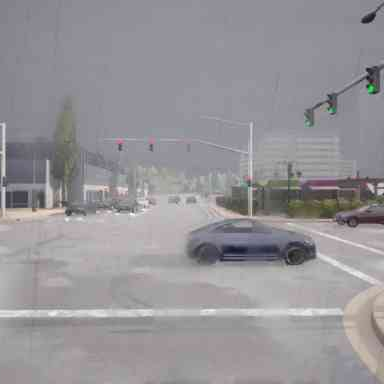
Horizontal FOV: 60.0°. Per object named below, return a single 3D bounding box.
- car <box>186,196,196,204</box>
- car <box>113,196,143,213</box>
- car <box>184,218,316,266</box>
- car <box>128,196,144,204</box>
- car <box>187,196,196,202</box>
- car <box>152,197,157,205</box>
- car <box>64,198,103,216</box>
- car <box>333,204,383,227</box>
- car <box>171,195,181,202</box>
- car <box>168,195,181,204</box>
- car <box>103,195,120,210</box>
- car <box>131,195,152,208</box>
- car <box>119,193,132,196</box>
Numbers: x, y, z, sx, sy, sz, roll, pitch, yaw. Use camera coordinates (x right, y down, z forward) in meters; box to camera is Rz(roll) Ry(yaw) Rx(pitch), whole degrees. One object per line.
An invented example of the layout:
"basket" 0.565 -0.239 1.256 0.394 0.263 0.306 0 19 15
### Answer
"car" -0.129 1.491 64.543 2.128 1.511 4.902 0 0 0
"car" -7.175 1.505 37.651 1.837 1.490 4.892 0 0 0
"car" 1.841 1.564 10.979 4.181 1.385 1.994 0 0 -1
"car" -10.670 1.547 63.912 2.033 1.411 5.357 0 0 1
"car" -0.149 1.468 74.848 1.895 1.301 4.718 0 0 0
"car" -7.195 1.564 56.797 1.994 1.385 4.181 0 0 0
"car" -10.665 1.547 32.557 2.033 1.411 5.357 0 0 0
"car" 11.762 1.526 21.899 4.674 1.442 1.812 0 0 1
"car" -3.649 1.425 74.809 1.994 1.385 4.181 0 0 0
"car" -3.629 1.547 64.536 2.033 1.411 5.357 0 0 0
"car" -10.683 1.505 42.113 1.837 1.490 4.892 0 0 0
"car" -7.187 1.526 46.837 1.812 1.442 4.674 0 0 0
"car" -10.697 1.221 52.717 2.150 2.045 5.566 0 0 0
